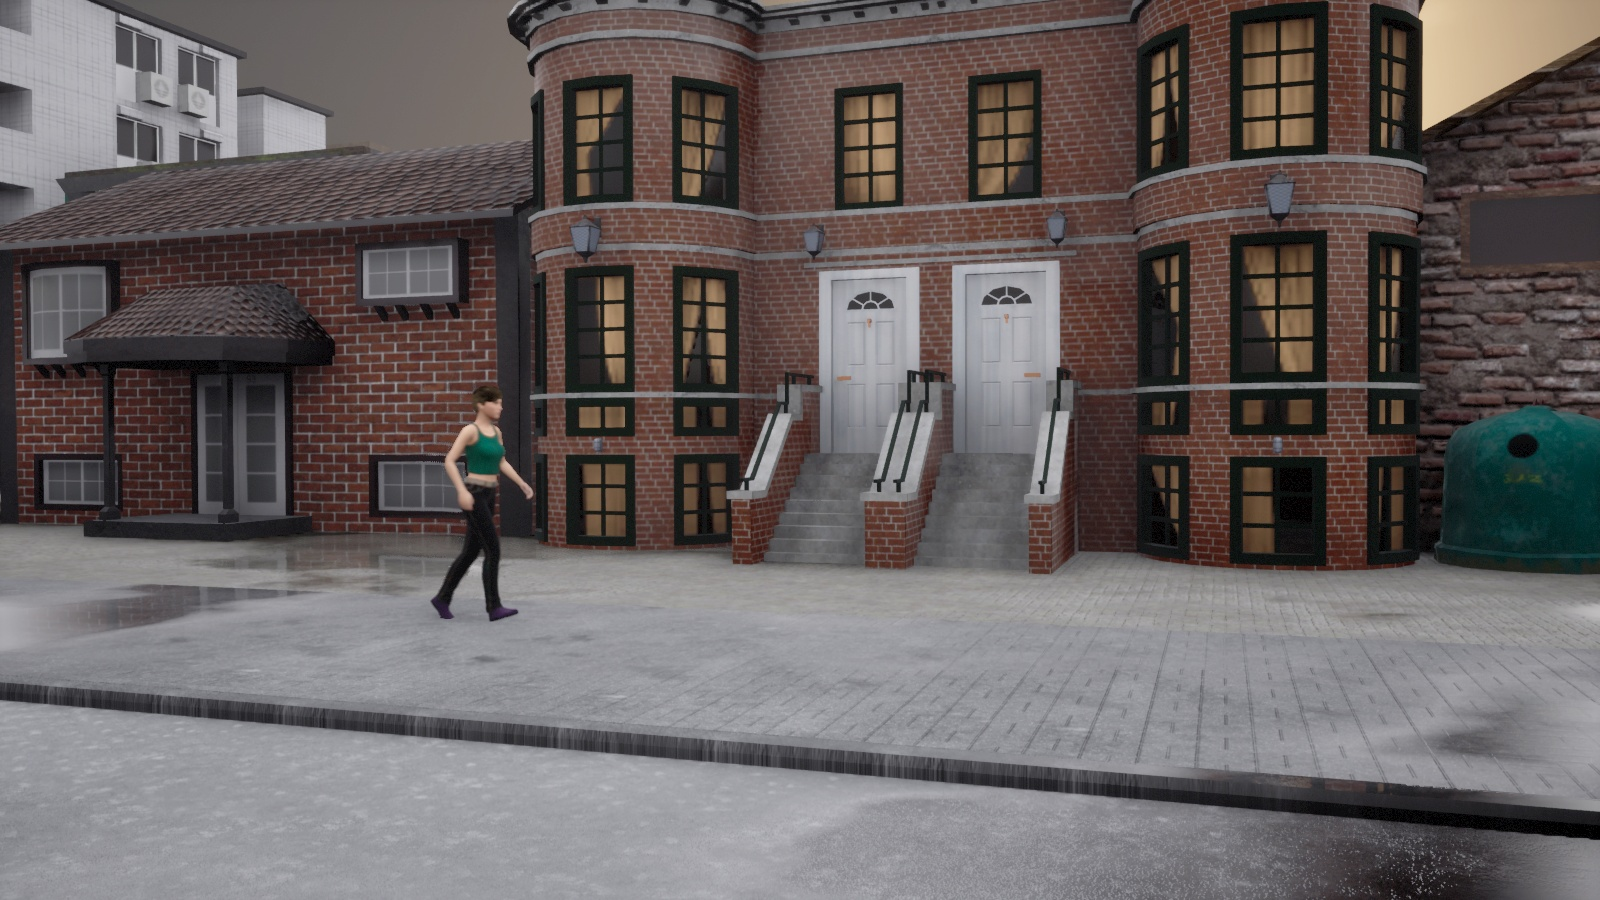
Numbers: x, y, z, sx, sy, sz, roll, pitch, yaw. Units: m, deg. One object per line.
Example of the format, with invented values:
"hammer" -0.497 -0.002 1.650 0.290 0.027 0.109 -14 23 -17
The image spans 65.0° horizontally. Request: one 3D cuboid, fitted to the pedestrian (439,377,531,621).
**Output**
"pedestrian" -2.428 0.367 9.683 0.594 1.836 0.345 0 1 16
